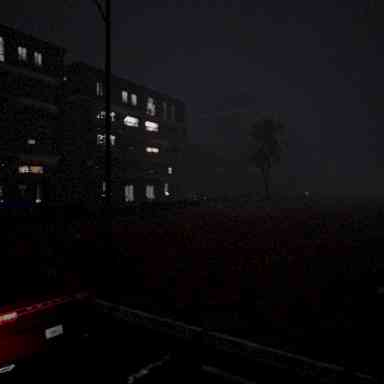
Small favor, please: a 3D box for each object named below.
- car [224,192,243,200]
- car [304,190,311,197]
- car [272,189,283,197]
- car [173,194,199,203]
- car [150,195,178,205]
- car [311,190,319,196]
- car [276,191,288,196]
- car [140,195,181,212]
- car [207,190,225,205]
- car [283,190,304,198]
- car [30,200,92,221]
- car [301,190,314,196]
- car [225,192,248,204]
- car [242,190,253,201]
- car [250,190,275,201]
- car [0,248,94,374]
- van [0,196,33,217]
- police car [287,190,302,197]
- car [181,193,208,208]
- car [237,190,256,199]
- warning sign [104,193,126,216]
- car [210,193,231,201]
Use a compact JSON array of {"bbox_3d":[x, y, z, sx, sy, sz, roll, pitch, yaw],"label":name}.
[{"bbox_3d":[8.517,0.753,67.254,1.752,1.417,4.829,1,2,35],"label":"car"},{"bbox_3d":[25.019,0.529,76.347,2.008,1.369,4.403,1,2,35],"label":"car"},{"bbox_3d":[21.307,0.200,85.694,2.192,1.841,5.009,1,2,35],"label":"car"},{"bbox_3d":[-0.906,1.034,53.665,2.008,1.369,4.403,1,2,35],"label":"car"},{"bbox_3d":[-4.079,1.136,49.089,1.947,1.339,4.313,1,2,35],"label":"car"},{"bbox_3d":[31.366,0.248,85.498,1.967,1.590,4.097,1,1,35],"label":"car"},{"bbox_3d":[24.479,0.344,90.276,1.887,1.381,4.507,1,2,35],"label":"car"},{"bbox_3d":[-3.541,1.297,35.159,1.887,1.381,4.507,1,2,35],"label":"car"},{"bbox_3d":[2.442,0.877,48.499,2.097,1.767,4.553,0,1,35],"label":"car"},{"bbox_3d":[21.846,0.614,71.772,2.008,1.369,4.403,1,2,35],"label":"car"},{"bbox_3d":[-9.886,1.493,26.008,1.947,1.339,4.313,1,2,35],"label":"car"},{"bbox_3d":[30.289,0.251,87.143,1.801,1.575,5.366,0,1,35],"label":"car"},{"bbox_3d":[5.980,1.043,48.889,2.008,1.369,4.403,1,2,35],"label":"car"},{"bbox_3d":[9.912,0.814,59.301,2.128,1.511,4.902,0,1,35],"label":"car"},{"bbox_3d":[12.423,0.843,58.182,1.752,1.417,4.829,1,2,35],"label":"car"},{"bbox_3d":[-3.498,1.586,5.366,4.507,1.381,1.887,-1,0,36],"label":"car"},{"bbox_3d":[-16.771,1.260,30.778,1.690,1.788,3.998,1,2,35],"label":"van"},{"bbox_3d":[24.376,0.374,78.960,1.930,1.638,5.238,0,1,32],"label":"police car"},{"bbox_3d":[-0.367,1.216,39.736,2.008,1.369,4.403,1,2,35],"label":"car"},{"bbox_3d":[11.788,0.455,71.966,2.192,1.841,5.009,1,2,35],"label":"car"},{"bbox_3d":[-6.272,0.999,27.093,1.300,1.860,1.060,-1,-1,35],"label":"warning sign"},{"bbox_3d":[5.440,0.877,62.819,1.947,1.339,4.313,1,2,35],"label":"car"}]
